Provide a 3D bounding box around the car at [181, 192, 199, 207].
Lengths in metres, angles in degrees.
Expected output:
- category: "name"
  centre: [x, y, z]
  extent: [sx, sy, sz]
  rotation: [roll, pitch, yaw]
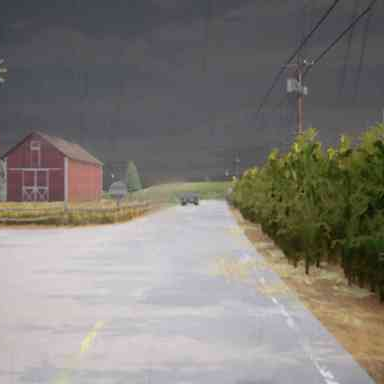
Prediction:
- category: "car"
  centre: [-0.240, 0.972, 46.451]
  extent: [2.150, 2.045, 5.566]
  rotation: [0, 1, 5]
